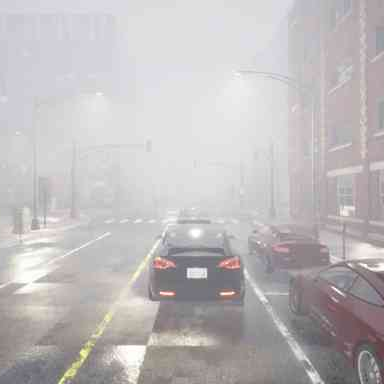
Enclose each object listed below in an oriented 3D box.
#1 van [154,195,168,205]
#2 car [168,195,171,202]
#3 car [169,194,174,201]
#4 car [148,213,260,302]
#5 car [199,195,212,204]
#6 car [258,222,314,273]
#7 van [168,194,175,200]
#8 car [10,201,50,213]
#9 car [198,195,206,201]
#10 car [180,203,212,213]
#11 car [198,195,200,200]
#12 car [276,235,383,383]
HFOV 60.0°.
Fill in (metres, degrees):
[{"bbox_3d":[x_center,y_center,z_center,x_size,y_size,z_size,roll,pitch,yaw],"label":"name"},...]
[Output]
[{"bbox_3d":[-5.727,1.359,59.576,1.690,1.788,3.998,1,0,0],"label":"van"},{"bbox_3d":[-5.735,1.602,65.228,1.802,1.307,4.206,1,0,0],"label":"car"},{"bbox_3d":[-5.745,1.607,76.533,1.802,1.307,4.206,1,0,0],"label":"car"},{"bbox_3d":[0.093,1.506,8.336,2.163,1.488,4.792,0,0,0],"label":"car"},{"bbox_3d":[2.650,1.544,59.714,1.752,1.417,4.829,1,0,0],"label":"car"},{"bbox_3d":[2.829,1.585,10.291,1.802,1.307,4.206,1,0,0],"label":"car"},{"bbox_3d":[-5.756,1.376,93.490,1.690,1.788,3.998,1,0,0],"label":"van"},{"bbox_3d":[-18.744,1.730,38.655,4.313,1.339,1.947,0,-1,0],"label":"car"},{"bbox_3d":[2.626,1.597,87.806,1.947,1.339,4.313,1,0,0],"label":"car"},{"bbox_3d":[0.086,1.552,17.608,2.033,1.411,5.357,0,0,-1],"label":"car"},{"bbox_3d":[2.631,1.573,82.155,1.887,1.381,4.507,1,0,0],"label":"car"},{"bbox_3d":[2.663,1.583,4.635,1.802,1.307,4.206,1,0,0],"label":"car"}]
